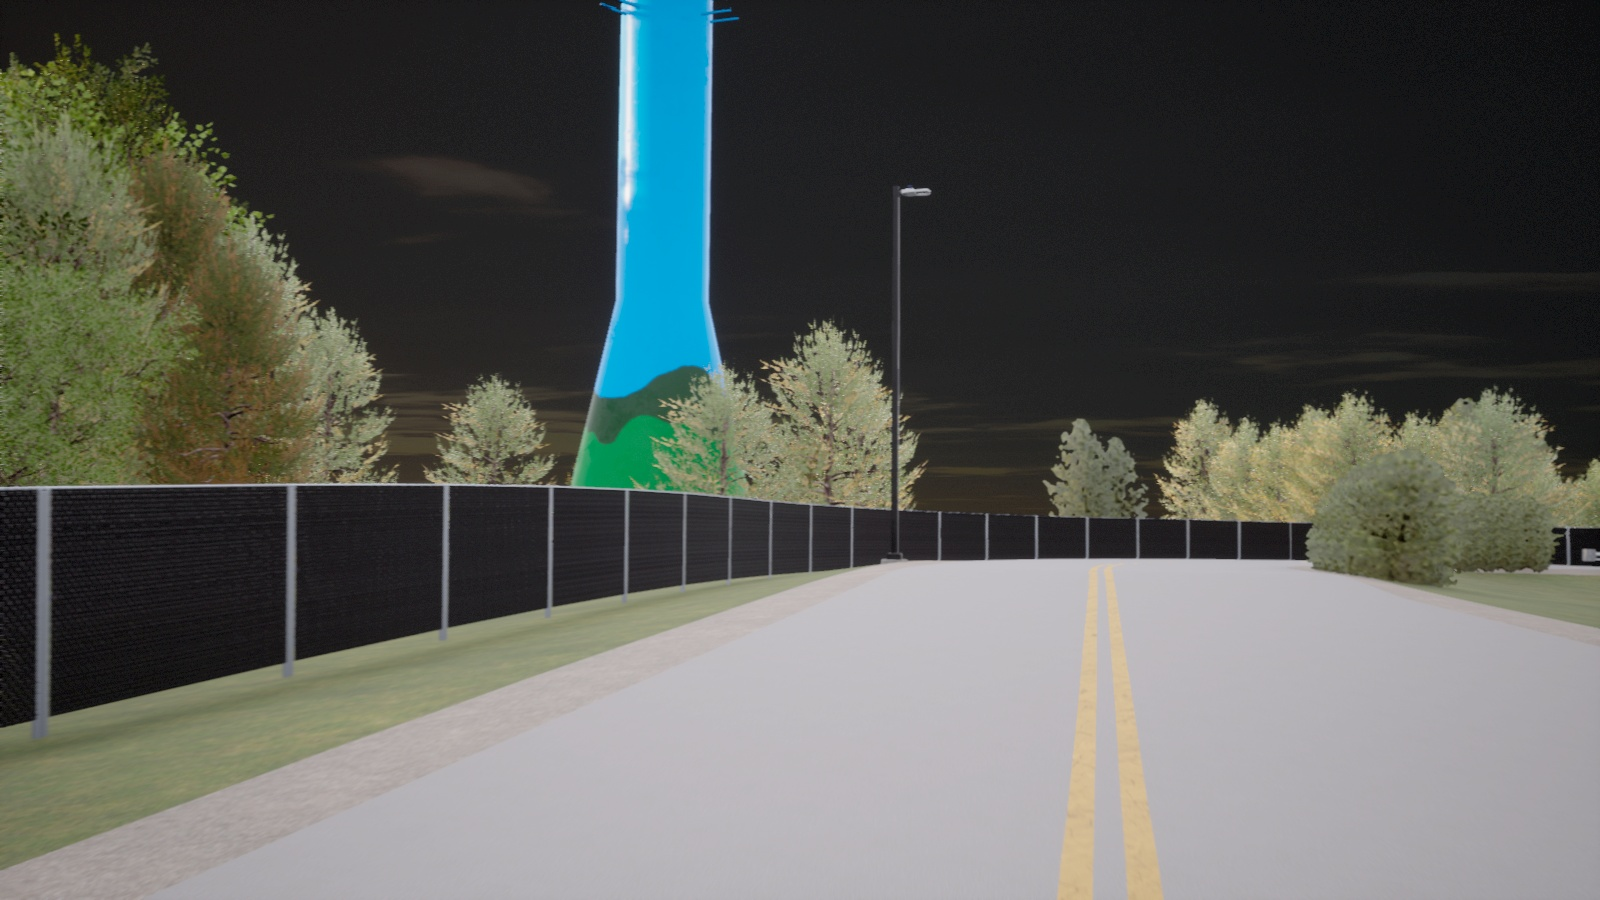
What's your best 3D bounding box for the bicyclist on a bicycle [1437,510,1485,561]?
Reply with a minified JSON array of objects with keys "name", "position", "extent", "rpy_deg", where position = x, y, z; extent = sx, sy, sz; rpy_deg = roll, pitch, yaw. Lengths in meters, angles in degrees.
[{"name":"bicyclist on a bicycle","position":[23.483,3.047,44.609],"extent":[1.843,1.776,0.659],"rpy_deg":[3,-4,-32]}]
